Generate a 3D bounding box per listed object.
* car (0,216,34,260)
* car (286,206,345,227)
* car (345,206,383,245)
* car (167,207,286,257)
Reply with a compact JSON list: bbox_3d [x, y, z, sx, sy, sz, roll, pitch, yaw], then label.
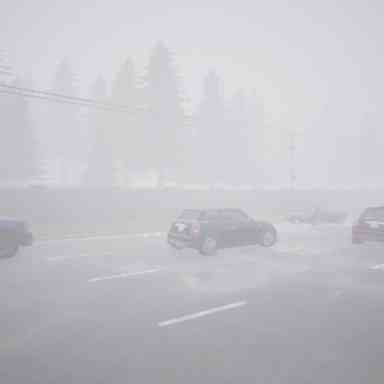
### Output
[{"bbox_3d":[-8.230,1.221,10.773,5.566,2.045,2.150,0,0,-36],"label":"car"},{"bbox_3d":[8.567,1.628,22.768,4.718,1.301,1.895,0,0,-36],"label":"car"},{"bbox_3d":[8.987,1.372,14.466,4.553,1.767,2.097,0,0,-36],"label":"car"},{"bbox_3d":[1.332,1.363,13.303,4.553,1.767,2.097,0,0,-36],"label":"car"}]
